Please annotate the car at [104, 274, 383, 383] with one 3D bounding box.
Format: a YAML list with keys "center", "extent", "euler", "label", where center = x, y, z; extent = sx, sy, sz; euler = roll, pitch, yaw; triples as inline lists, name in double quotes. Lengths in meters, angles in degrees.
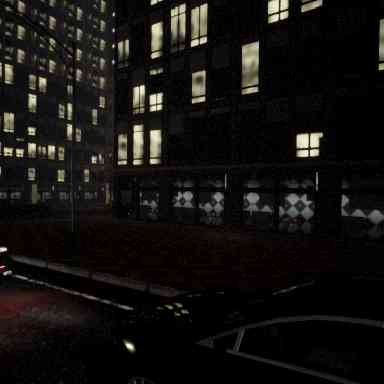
- center: [1.335, 1.491, 2.728]
  extent: [4.902, 1.511, 2.128]
  euler: [0, 0, 35]
  label: "car"

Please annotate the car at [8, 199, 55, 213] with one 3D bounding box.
- center: [-19.144, 1.642, 39.917]
  extent: [1.752, 1.417, 4.829]
  euler: [1, 0, 36]
  label: "car"

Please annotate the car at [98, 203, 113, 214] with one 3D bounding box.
- center: [-8.849, 1.830, 39.766]
  extent: [1.752, 1.417, 4.829]
  euler: [1, 0, 36]
  label: "car"

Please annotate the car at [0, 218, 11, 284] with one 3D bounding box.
- center: [-6.346, 1.487, 8.185]
  extent: [4.902, 1.511, 2.128]
  euler: [0, 0, 36]
  label: "car"

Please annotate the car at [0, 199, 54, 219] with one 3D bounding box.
- center: [-15.635, 1.519, 30.546]
  extent: [2.192, 1.841, 5.009]
  euler: [1, 0, 36]
  label: "car"
